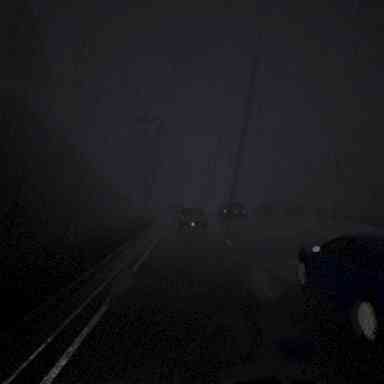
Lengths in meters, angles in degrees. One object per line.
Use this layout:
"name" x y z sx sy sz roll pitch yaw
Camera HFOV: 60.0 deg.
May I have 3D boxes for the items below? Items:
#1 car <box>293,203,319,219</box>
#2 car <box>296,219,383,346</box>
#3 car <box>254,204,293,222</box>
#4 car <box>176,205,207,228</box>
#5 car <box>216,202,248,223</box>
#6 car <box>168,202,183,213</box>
"car" 10.174 1.816 31.162 1.837 1.490 4.892 0 0 -4
"car" 3.598 1.543 6.469 1.882 1.535 5.008 0 0 0
"car" 6.805 1.766 29.087 1.882 1.535 5.008 0 0 -3
"car" 0.012 1.838 23.957 1.895 1.301 4.718 0 -1 -1
"car" 3.316 1.634 28.500 2.097 1.767 4.553 0 -1 -3
"car" -2.053 2.002 44.309 1.994 1.385 4.181 0 -1 -10
